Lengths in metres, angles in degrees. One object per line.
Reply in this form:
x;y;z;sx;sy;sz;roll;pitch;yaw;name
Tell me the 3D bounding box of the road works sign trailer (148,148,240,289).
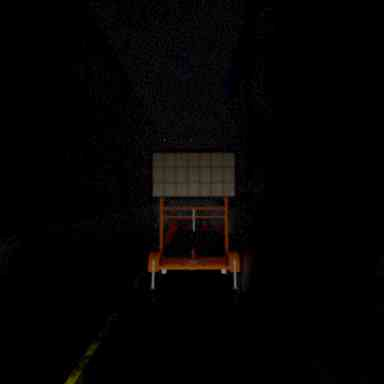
0.053;0.576;9.461;2.380;3.560;2.880;0;-1;0;road works sign trailer
